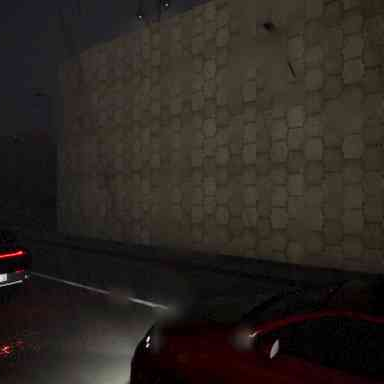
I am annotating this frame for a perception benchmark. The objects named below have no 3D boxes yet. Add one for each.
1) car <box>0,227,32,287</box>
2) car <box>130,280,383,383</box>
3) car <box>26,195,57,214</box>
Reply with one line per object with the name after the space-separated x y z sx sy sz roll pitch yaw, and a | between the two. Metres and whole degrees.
-5.839 1.505 8.156 4.892 1.490 1.837 0 0 36 | car
1.412 1.564 2.984 4.181 1.385 1.994 0 0 36 | car
-12.910 1.061 31.021 2.128 1.511 4.902 0 5 35 | car
